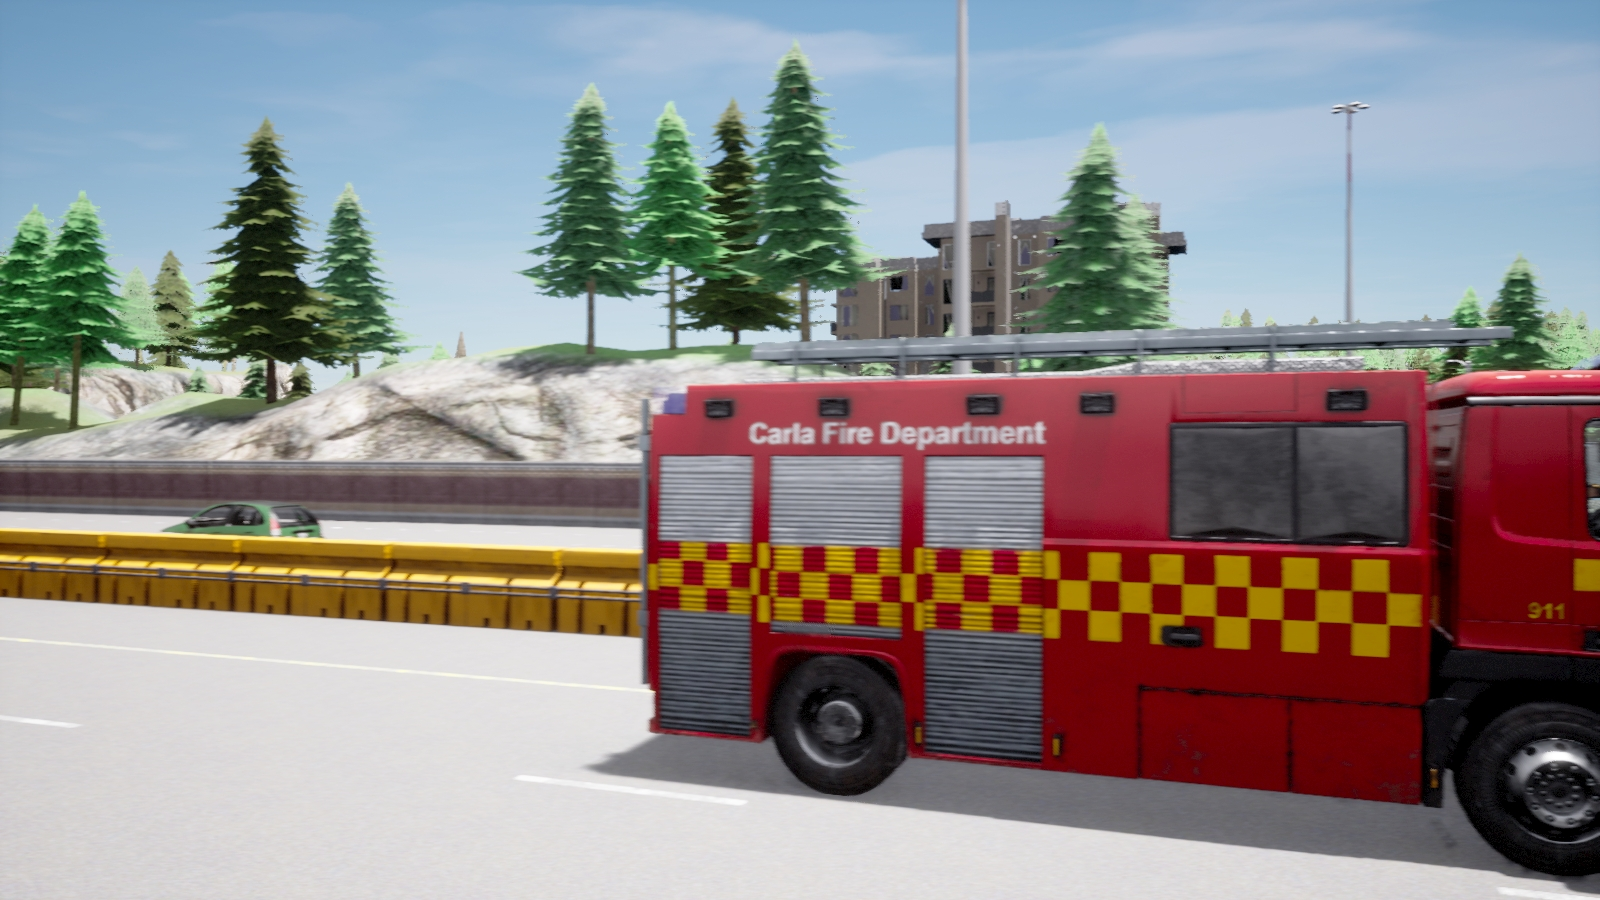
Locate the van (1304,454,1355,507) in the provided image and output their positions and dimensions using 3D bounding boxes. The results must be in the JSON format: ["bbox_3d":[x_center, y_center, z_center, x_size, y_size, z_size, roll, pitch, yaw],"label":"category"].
[{"bbox_3d":[27.368,1.516,59.252,1.988,2.561,5.915,0,0,21],"label":"van"}]

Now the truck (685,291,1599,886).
[{"bbox_3d":[3.508,0.890,9.484,8.468,3.827,2.891,0,0,20],"label":"truck"}]

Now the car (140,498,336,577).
[{"bbox_3d":[-13.084,1.987,26.638,3.988,1.617,1.851,0,0,19],"label":"car"}]
